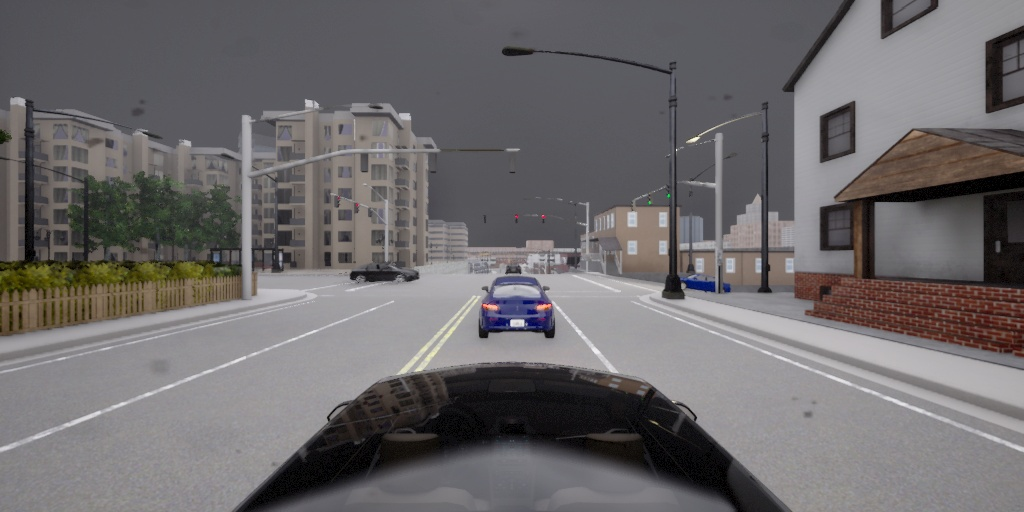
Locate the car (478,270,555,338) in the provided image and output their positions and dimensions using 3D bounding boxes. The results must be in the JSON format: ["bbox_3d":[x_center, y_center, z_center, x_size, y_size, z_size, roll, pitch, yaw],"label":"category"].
[{"bbox_3d":[0.109,1.283,10.036,1.812,1.442,4.674,0,0,0],"label":"car"}]

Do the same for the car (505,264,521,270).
[{"bbox_3d":[0.180,1.774,46.536,1.882,1.535,5.008,0,-5,0],"label":"car"}]

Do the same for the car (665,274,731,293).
[{"bbox_3d":[15.376,2.235,29.720,5.008,1.535,1.882,9,0,1],"label":"car"}]

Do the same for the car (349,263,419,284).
[{"bbox_3d":[-9.343,1.271,26.371,4.892,1.490,1.837,-1,0,1],"label":"car"}]
